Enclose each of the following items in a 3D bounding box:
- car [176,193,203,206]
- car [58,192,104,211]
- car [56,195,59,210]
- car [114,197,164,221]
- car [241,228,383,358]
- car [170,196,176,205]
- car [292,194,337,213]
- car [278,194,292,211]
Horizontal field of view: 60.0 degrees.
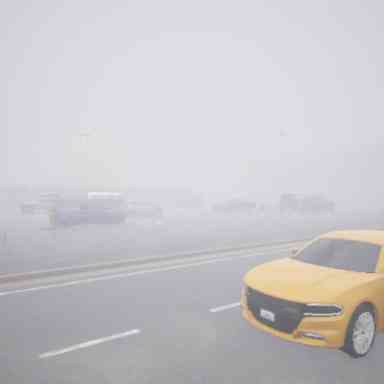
[{"bbox_3d":[0.003,1.169,53.100,3.866,1.878,1.905,0,0,-35],"label":"car"},{"bbox_3d":[-14.281,1.160,42.954,4.605,1.855,1.932,0,0,-35],"label":"car"},{"bbox_3d":[-15.903,1.370,45.355,3.905,1.438,1.784,0,0,-35],"label":"car"},{"bbox_3d":[-4.439,1.401,29.219,3.806,1.475,1.970,0,0,-35],"label":"car"},{"bbox_3d":[3.115,1.480,6.170,5.008,1.535,1.882,0,0,-35],"label":"car"},{"bbox_3d":[-1.662,1.409,55.469,3.806,1.475,1.970,0,0,-35],"label":"car"},{"bbox_3d":[13.007,1.166,34.717,4.605,1.855,1.932,0,0,-35],"label":"car"},{"bbox_3d":[11.378,1.169,37.110,3.866,1.878,1.905,0,0,-35],"label":"car"}]
